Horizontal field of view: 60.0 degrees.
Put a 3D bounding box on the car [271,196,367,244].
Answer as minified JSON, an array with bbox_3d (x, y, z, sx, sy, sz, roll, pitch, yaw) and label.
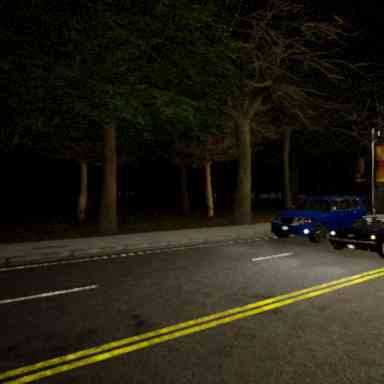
[{"bbox_3d":[6.325,1.219,16.178,5.566,2.045,2.150,0,0,-35],"label":"car"}]

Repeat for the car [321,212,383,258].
[{"bbox_3d":[7.363,1.598,12.926,4.718,1.301,1.895,0,0,-35],"label":"car"}]
